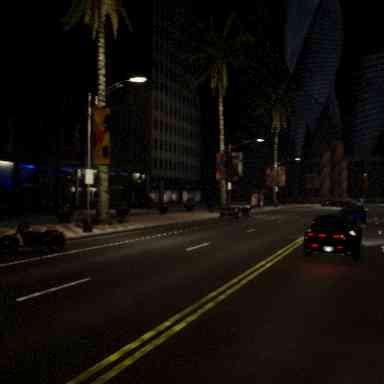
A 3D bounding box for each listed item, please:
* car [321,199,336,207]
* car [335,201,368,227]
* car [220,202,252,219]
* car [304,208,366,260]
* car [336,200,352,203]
[{"bbox_3d":[25.743,2.090,62.167,1.837,1.490,4.892,-1,-1,42],"label":"car"},{"bbox_3d":[13.118,1.750,27.053,1.882,1.535,5.008,0,0,29],"label":"car"},{"bbox_3d":[4.288,1.698,31.984,2.231,1.521,4.892,0,0,28],"label":"car"},{"bbox_3d":[5.697,1.633,13.177,1.837,1.490,4.892,0,0,29],"label":"car"},{"bbox_3d":[27.949,2.155,59.436,1.994,1.385,4.181,0,0,43],"label":"car"}]
